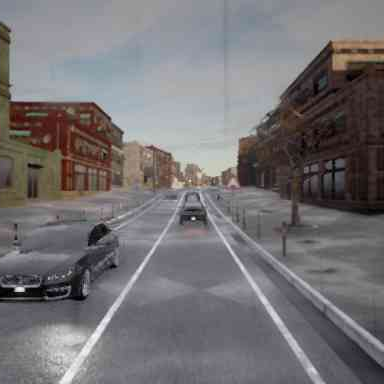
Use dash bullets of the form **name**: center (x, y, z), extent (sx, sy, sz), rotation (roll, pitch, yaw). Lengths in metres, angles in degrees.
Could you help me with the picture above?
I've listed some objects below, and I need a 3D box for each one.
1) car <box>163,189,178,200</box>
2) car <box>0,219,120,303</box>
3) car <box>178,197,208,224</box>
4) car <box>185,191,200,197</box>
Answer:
- **car**: center (-3.110, 0.336, 48.941), extent (1.837, 1.490, 4.892), rotation (0, 4, 0)
- **car**: center (-3.104, 1.506, 8.418), extent (1.837, 1.490, 4.892), rotation (0, 0, 0)
- **car**: center (0.085, 1.379, 23.566), extent (1.837, 1.490, 4.892), rotation (0, 1, 0)
- **car**: center (0.073, 0.667, 41.716), extent (2.033, 1.649, 4.856), rotation (0, 3, 0)
